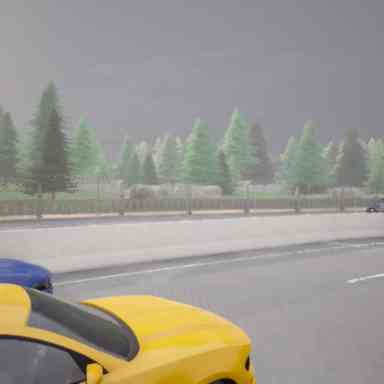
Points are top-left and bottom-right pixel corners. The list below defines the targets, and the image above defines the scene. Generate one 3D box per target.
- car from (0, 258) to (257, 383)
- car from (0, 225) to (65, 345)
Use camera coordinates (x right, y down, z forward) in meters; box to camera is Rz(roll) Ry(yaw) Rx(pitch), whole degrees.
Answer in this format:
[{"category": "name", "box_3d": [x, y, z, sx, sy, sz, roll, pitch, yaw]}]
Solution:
[{"category": "car", "box_3d": [-1.696, 1.462, 2.404, 5.008, 1.535, 1.882, 0, 0, -35]}, {"category": "car", "box_3d": [-4.618, 1.442, 4.632, 5.008, 1.535, 1.882, 0, 0, -36]}]
